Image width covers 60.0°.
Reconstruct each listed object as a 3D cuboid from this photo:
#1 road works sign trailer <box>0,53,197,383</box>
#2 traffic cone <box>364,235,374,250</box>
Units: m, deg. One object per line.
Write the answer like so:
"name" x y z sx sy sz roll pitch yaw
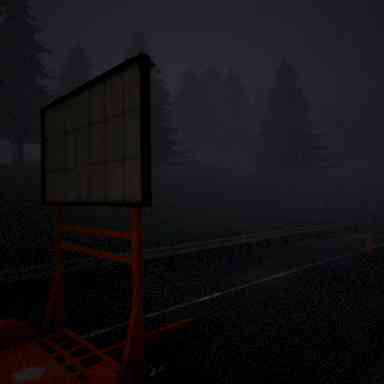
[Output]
"road works sign trailer" -1.012 0.551 3.843 2.880 3.560 2.380 0 -1 -44
"traffic cone" 7.380 2.103 13.876 0.340 0.580 0.340 0 -1 -44
